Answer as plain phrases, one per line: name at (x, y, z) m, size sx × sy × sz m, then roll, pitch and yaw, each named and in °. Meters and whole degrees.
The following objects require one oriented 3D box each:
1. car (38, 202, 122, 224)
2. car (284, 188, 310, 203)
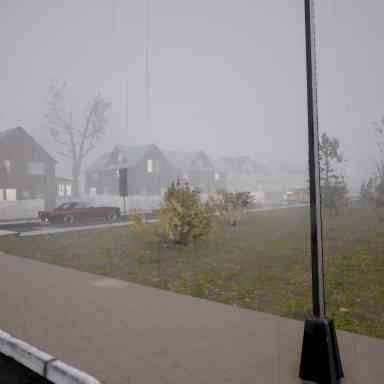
car at (-6.726, 1.253, 20.442) m, size 1.895 × 1.301 × 4.718 m, roll -2°, pitch -1°, yaw 43°
car at (13.946, 0.594, 42.269) m, size 1.882 × 1.535 × 5.008 m, roll -2°, pitch -1°, yaw 44°
